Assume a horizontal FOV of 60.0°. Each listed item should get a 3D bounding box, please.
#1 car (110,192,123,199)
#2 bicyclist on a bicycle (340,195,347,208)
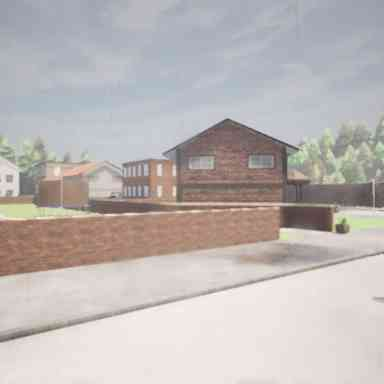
[{"bbox_3d":[-9.165,0.920,42.333,1.905,1.878,3.866,0,0,-36],"label":"car"},{"bbox_3d":[19.601,1.227,43.092,1.656,1.620,0.582,-1,0,-36],"label":"bicyclist on a bicycle"}]
